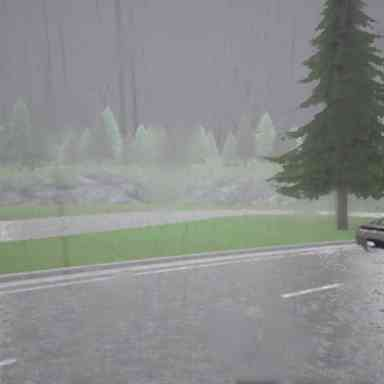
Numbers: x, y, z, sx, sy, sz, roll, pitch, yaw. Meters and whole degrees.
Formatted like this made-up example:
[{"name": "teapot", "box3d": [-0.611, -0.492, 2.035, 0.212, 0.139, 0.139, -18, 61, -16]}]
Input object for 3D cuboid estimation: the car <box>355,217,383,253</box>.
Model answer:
[{"name": "car", "box3d": [8.522, 1.637, 12.754, 4.902, 1.511, 2.128, 0, 0, -24]}]
